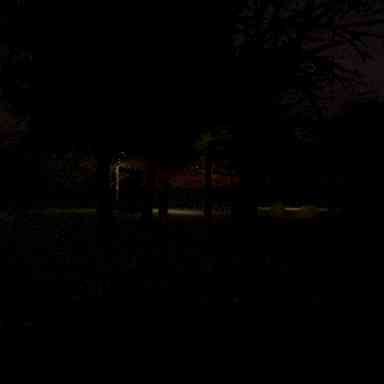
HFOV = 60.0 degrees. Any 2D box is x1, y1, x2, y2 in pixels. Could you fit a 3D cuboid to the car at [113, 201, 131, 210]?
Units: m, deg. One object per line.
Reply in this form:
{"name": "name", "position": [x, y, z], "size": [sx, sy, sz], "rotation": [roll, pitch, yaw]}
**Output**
{"name": "car", "position": [-14.189, 2.882, 65.878], "size": [2.150, 2.045, 5.566], "rotation": [1, -1, 36]}

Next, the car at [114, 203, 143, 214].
{"name": "car", "position": [-10.684, 3.111, 58.779], "size": [1.882, 1.535, 5.008], "rotation": [1, -1, 36]}
